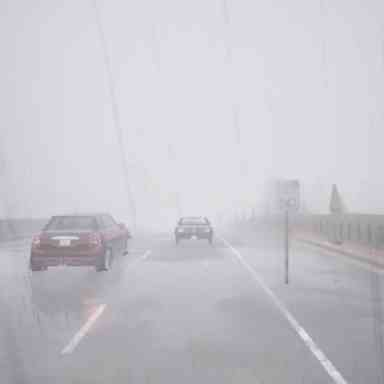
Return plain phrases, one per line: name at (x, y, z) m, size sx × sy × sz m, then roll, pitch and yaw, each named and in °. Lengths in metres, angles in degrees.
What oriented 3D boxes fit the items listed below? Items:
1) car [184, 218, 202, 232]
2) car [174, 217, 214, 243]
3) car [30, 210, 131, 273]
car at (0.099, 3.567, 35.638) m, size 1.812 × 1.442 × 4.674 m, roll 0°, pitch -7°, yaw 0°
car at (0.100, 1.978, 17.901) m, size 1.895 × 1.301 × 4.718 m, roll 0°, pitch -3°, yaw 0°
car at (-3.401, 1.436, 11.037) m, size 2.097 × 1.767 × 4.553 m, roll 0°, pitch -2°, yaw 0°
